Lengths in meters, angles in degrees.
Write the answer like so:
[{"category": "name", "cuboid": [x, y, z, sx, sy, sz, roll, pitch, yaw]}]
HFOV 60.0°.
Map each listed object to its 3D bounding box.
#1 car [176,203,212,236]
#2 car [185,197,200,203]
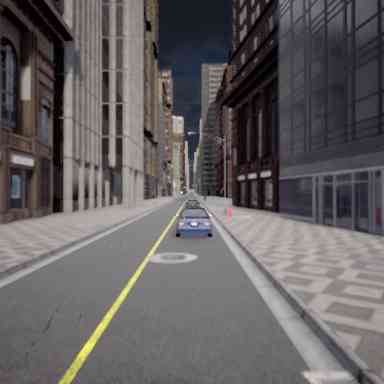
[{"category": "car", "cuboid": [0.102, 1.551, 18.215, 2.033, 1.411, 5.357, 0, 0, 0]}, {"category": "car", "cuboid": [0.105, 1.498, 46.818, 2.128, 1.511, 4.902, 0, 0, 0]}]
